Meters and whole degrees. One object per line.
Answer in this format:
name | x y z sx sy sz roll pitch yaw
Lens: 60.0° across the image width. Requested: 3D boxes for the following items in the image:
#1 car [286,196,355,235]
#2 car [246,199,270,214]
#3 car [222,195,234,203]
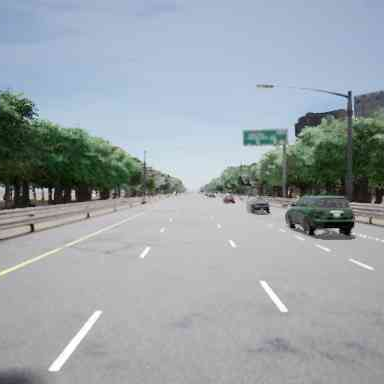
car | 7.016 1.219 18.761 2.150 2.045 5.566 0 0 0
car | 7.064 1.488 35.852 1.837 1.490 4.892 0 0 0
car | 7.176 1.300 66.175 2.097 1.767 4.553 0 0 0
